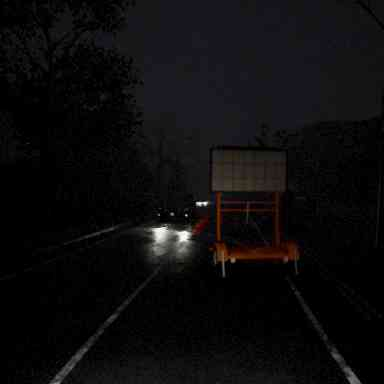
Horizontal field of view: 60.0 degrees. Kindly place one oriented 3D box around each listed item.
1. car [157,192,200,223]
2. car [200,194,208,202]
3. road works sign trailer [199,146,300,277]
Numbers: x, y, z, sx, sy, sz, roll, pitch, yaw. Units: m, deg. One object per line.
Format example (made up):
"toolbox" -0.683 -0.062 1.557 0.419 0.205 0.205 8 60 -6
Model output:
"car" -0.946 1.058 24.238 2.150 2.045 5.566 1 0 7
"car" 2.038 1.116 64.566 2.128 1.511 4.902 0 0 -2
"road works sign trailer" 1.670 0.428 10.172 2.380 3.560 2.880 1 0 -7
